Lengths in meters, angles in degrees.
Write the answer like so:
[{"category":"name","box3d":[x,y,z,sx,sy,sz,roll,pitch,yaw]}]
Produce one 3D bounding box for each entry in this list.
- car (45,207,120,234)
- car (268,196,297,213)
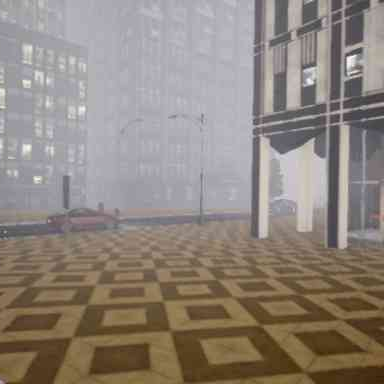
[{"category":"car","box3d":[-6.497,1.603,19.977,4.181,1.385,1.994,0,1,-41]},{"category":"car","box3d":[10.011,1.517,37.451,4.892,1.490,1.837,0,1,-38]}]
